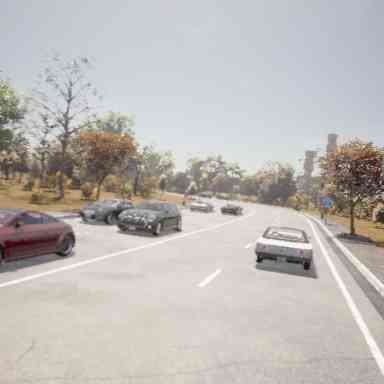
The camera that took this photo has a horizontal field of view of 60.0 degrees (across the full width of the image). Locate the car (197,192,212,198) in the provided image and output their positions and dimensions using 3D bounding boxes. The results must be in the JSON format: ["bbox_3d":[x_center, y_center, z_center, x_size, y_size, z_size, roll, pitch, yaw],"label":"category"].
[{"bbox_3d":[3.595,0.938,93.319,2.128,1.511,4.902,6,1,-34],"label":"car"}]

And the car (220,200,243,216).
[{"bbox_3d":[4.718,2.015,39.230,1.895,1.301,4.718,5,1,18],"label":"car"}]

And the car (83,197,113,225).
[{"bbox_3d":[-4.967,1.107,20.653,2.128,1.511,4.902,5,0,18],"label":"car"}]

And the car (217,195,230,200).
[{"bbox_3d":[8.601,1.514,91.563,1.994,1.385,4.181,6,1,-29],"label":"car"}]

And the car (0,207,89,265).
[{"bbox_3d":[-5.057,1.123,9.020,1.994,1.385,4.181,5,0,18],"label":"car"}]

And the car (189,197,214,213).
[{"bbox_3d":[1.224,1.693,39.754,1.895,1.301,4.718,5,1,18],"label":"car"}]

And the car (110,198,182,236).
[{"bbox_3d":[-2.126,1.232,18.059,2.097,1.767,4.553,5,0,18],"label":"car"}]

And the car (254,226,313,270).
[{"bbox_3d":[3.683,2.015,13.106,1.895,1.301,4.718,5,0,18],"label":"car"}]
